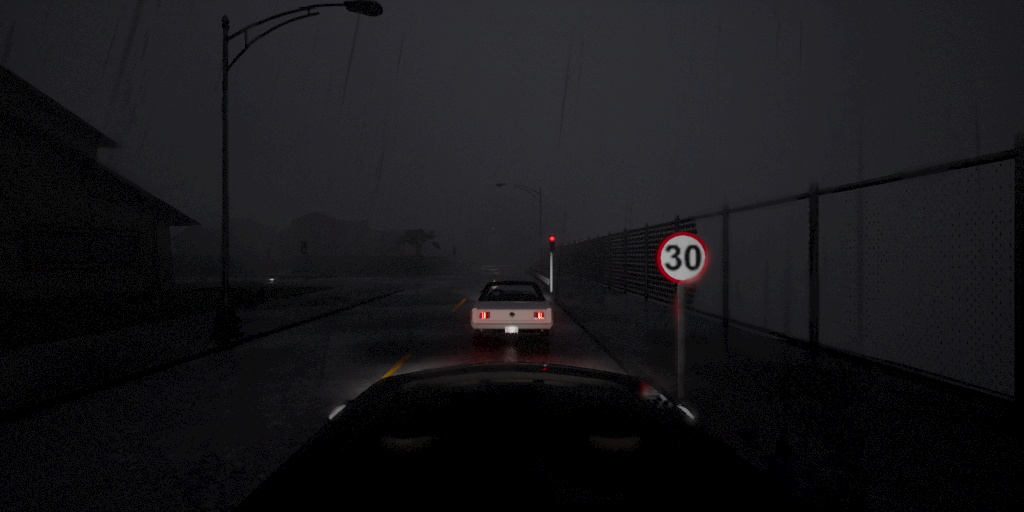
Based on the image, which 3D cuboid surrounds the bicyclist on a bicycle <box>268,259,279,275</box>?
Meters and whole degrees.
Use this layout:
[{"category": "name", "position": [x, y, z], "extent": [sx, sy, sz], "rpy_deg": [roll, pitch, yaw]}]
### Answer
[{"category": "bicyclist on a bicycle", "position": [-24.318, 1.097, 36.521], "extent": [0.582, 1.620, 1.656], "rpy_deg": [0, 0, 0]}]

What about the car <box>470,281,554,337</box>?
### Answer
[{"category": "car", "position": [-0.001, 1.350, 10.210], "extent": [1.895, 1.301, 4.718], "rpy_deg": [0, 0, 0]}]
